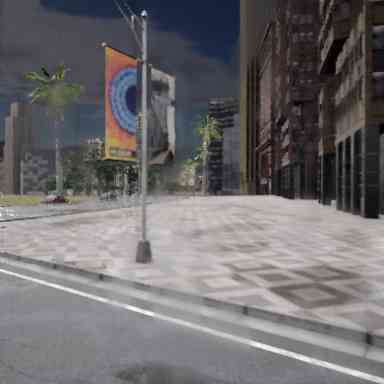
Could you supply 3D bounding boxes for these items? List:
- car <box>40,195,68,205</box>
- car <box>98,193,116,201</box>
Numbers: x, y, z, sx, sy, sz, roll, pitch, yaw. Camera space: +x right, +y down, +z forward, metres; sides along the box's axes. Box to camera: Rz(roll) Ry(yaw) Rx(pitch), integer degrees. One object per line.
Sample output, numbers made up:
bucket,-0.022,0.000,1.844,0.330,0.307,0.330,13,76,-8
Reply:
car,-19.577,1.113,47.421,1.812,1.442,4.674,0,1,13
car,-16.161,0.917,63.769,1.837,1.490,4.892,0,1,11
